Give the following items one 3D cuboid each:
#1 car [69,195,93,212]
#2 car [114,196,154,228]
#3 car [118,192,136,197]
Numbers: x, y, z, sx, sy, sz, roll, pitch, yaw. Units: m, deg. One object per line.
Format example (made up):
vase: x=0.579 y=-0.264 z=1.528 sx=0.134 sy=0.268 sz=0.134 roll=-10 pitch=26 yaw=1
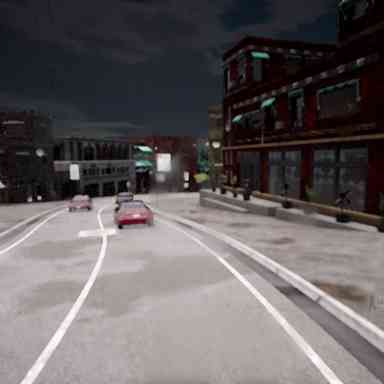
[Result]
car: x=-10.268 y=1.023 z=30.979 sx=1.812 sy=1.442 sz=4.674 roll=-2 pitch=1 yaw=-12
car: x=-3.419 y=1.158 z=19.085 sx=1.994 sy=1.385 sz=4.181 roll=-3 pitch=2 yaw=-16
car: x=-7.465 y=0.752 z=37.856 sx=2.128 sy=1.511 sz=4.902 roll=-1 pitch=1 yaw=-6
